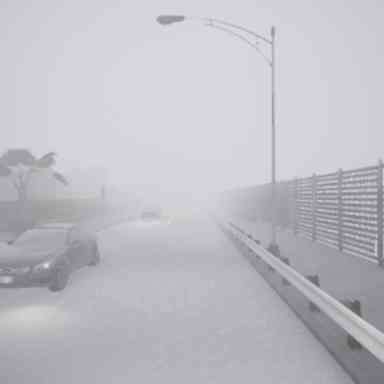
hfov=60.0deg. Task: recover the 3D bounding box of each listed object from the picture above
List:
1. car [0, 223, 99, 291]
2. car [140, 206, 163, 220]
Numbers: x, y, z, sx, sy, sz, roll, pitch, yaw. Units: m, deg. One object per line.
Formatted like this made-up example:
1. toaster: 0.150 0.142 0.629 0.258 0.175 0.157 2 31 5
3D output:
1. car: -4.000 1.660 9.489 1.812 1.442 4.674 0 -1 0
2. car: -3.998 2.059 33.438 1.895 1.301 4.718 0 -1 0
